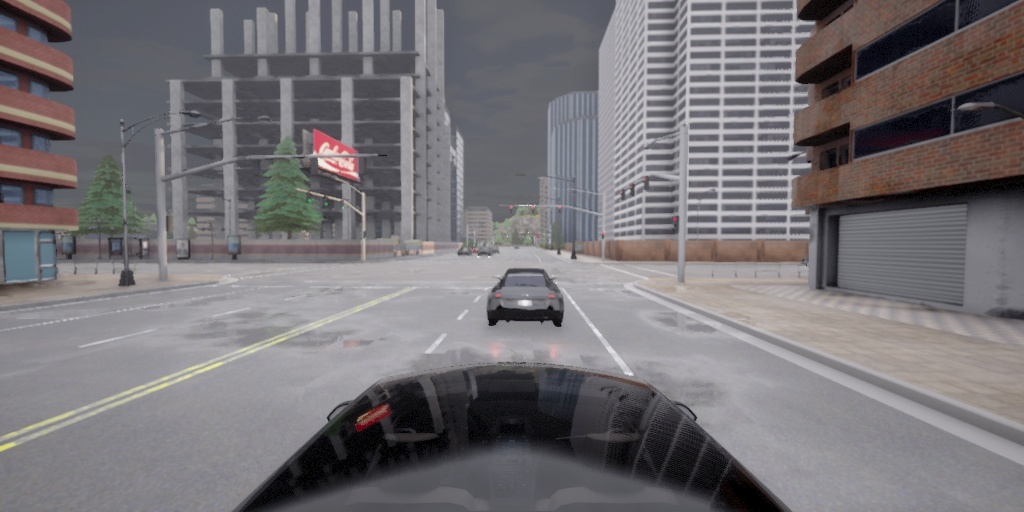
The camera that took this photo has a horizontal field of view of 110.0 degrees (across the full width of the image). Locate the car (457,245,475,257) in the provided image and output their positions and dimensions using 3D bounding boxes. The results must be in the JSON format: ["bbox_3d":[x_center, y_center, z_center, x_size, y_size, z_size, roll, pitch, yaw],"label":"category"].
[{"bbox_3d":[-8.054,-0.716,61.052,1.882,1.535,5.008,0,2,3],"label":"car"}]

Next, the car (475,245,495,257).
[{"bbox_3d":[-4.556,-0.833,60.987,2.097,1.767,4.553,0,2,3],"label":"car"}]

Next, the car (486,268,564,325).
[{"bbox_3d":[0.401,1.027,10.569,1.994,1.385,4.181,0,2,3],"label":"car"}]

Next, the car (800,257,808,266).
[{"bbox_3d":[29.627,0.337,33.576,4.181,1.385,1.994,0,2,2],"label":"car"}]
